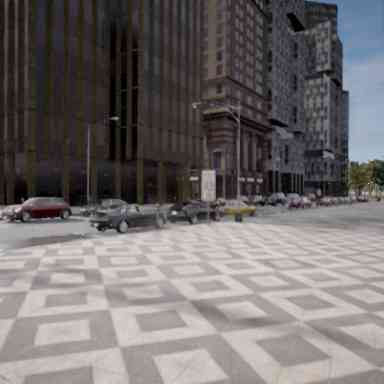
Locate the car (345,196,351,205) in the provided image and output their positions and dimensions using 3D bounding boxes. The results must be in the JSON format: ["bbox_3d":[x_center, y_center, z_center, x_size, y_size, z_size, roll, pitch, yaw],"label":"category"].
[{"bbox_3d":[26.079,1.569,58.675,2.008,1.369,4.403,0,0,35],"label":"car"}]

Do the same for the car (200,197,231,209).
[{"bbox_3d":[2.894,1.315,40.322,1.802,1.307,4.206,0,0,35],"label":"car"}]

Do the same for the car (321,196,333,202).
[{"bbox_3d":[35.312,1.765,86.827,2.008,1.369,4.403,0,-1,35],"label":"car"}]

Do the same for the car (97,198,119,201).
[{"bbox_3d":[-6.830,1.196,26.370,2.008,1.369,4.403,0,0,35],"label":"car"}]

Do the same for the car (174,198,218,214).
[{"bbox_3d":[0.482,1.311,32.196,1.895,1.301,4.718,1,0,35],"label":"car"}]

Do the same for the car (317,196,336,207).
[{"bbox_3d":[19.595,1.512,49.373,1.802,1.307,4.206,0,0,35],"label":"car"}]

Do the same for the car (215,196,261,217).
[{"bbox_3d":[3.483,1.273,26.259,1.752,1.417,4.829,0,0,35],"label":"car"}]

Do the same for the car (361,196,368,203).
[{"bbox_3d":[39.045,1.774,77.277,1.887,1.381,4.507,0,-1,35],"label":"car"}]

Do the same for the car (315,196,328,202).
[{"bbox_3d":[32.070,1.720,82.177,1.947,1.339,4.313,0,-1,35],"label":"car"}]

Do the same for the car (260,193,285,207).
[{"bbox_3d":[11.850,1.139,48.326,2.150,2.045,5.566,1,0,35],"label":"car"}]

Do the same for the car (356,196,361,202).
[{"bbox_3d":[32.562,1.667,67.976,2.008,1.369,4.403,0,-1,35],"label":"car"}]

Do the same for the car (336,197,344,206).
[{"bbox_3d":[22.837,1.524,54.025,2.008,1.369,4.403,0,0,35],"label":"car"}]

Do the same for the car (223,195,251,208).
[{"bbox_3d":[6.136,1.211,44.971,1.967,1.590,4.097,0,0,35],"label":"car"}]

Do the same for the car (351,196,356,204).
[{"bbox_3d":[29.320,1.647,63.325,1.802,1.307,4.206,0,-1,35],"label":"car"}]

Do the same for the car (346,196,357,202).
[{"bbox_3d":[40.495,1.797,84.173,1.812,1.442,4.674,1,0,35],"label":"car"}]

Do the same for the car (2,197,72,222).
[{"bbox_3d":[-10.072,1.063,21.719,1.967,1.590,4.097,0,0,35],"label":"car"}]

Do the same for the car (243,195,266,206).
[{"bbox_3d":[9.378,1.251,49.623,1.967,1.590,4.097,0,0,35],"label":"car"}]

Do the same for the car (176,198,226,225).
[{"bbox_3d":[0.145,1.287,21.471,1.947,1.339,4.313,0,0,35],"label":"car"}]

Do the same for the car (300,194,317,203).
[{"bbox_3d":[25.588,1.355,72.877,2.192,1.841,5.009,0,0,35],"label":"car"}]

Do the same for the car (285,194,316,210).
[{"bbox_3d":[13.112,1.287,40.072,1.967,1.590,4.097,0,0,35],"label":"car"}]

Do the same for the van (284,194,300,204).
[{"bbox_3d":[19.105,1.283,63.576,1.690,1.788,3.998,0,0,35],"label":"van"}]

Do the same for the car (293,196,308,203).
[{"bbox_3d":[22.345,1.571,68.225,1.802,1.307,4.206,0,0,35],"label":"car"}]

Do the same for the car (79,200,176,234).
[{"bbox_3d":[-3.097,1.250,16.819,2.008,1.369,4.403,0,0,35],"label":"car"}]
